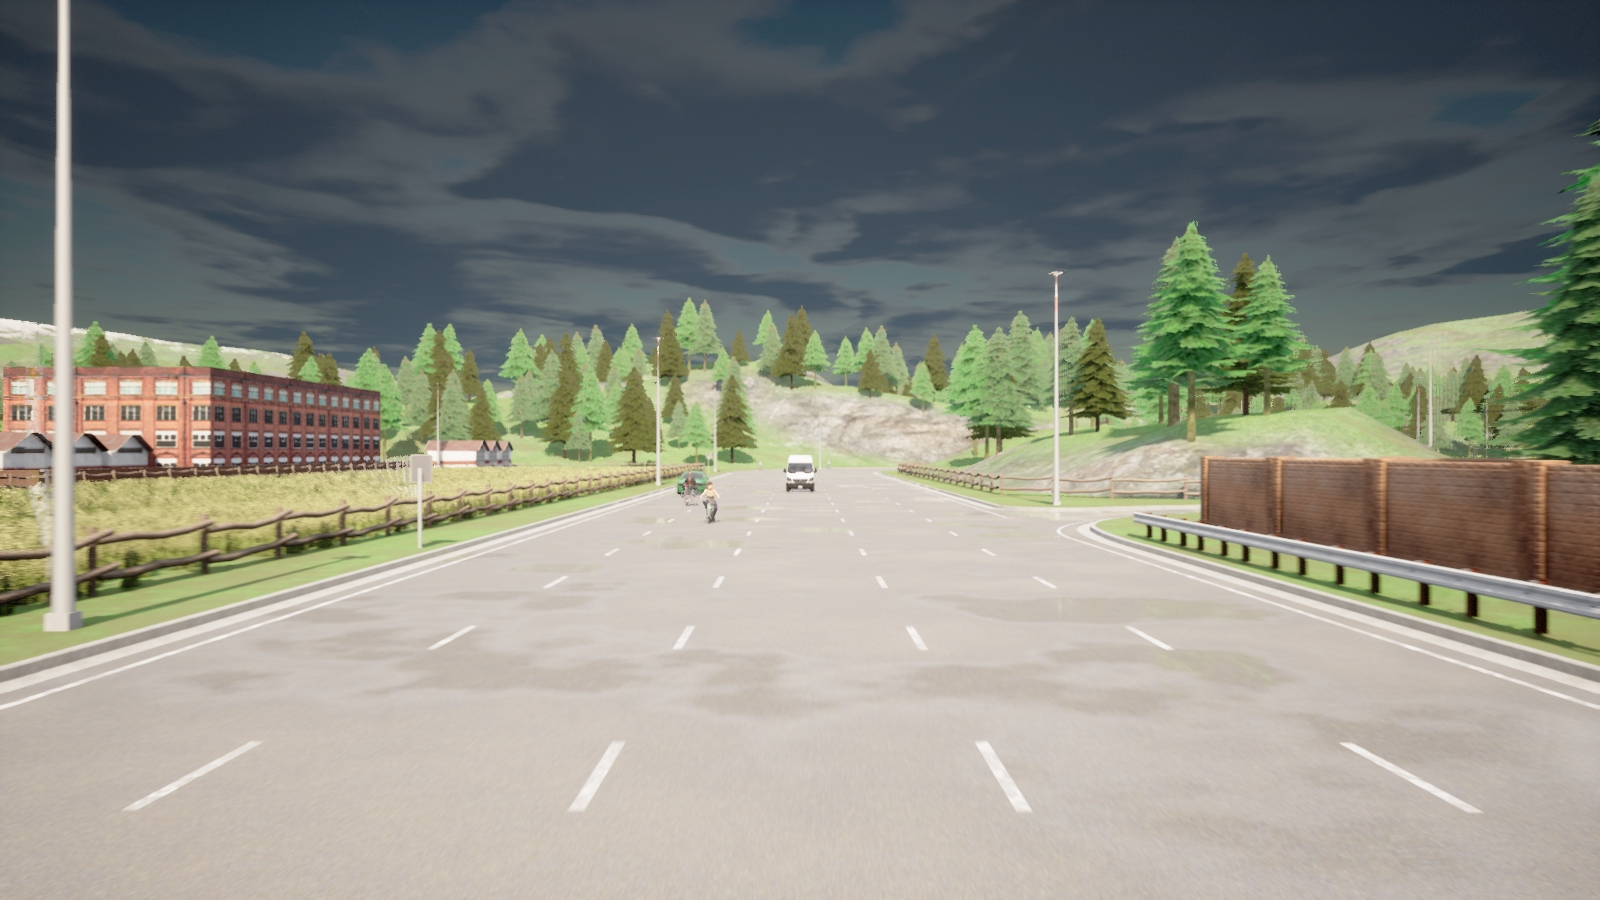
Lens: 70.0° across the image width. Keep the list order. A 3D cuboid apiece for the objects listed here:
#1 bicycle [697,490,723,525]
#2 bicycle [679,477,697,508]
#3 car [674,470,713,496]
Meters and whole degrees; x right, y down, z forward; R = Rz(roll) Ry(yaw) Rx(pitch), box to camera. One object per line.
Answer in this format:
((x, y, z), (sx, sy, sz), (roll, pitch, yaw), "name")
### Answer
((-3.487, 2.222, 44.325), (0.859, 1.276, 1.487), (0, 0, 0), "bicycle")
((-5.692, 2.143, 58.100), (0.329, 1.471, 1.835), (1, 0, 14), "bicycle")
((-6.993, 2.141, 75.266), (2.097, 1.535, 5.006), (0, 1, 0), "car")
